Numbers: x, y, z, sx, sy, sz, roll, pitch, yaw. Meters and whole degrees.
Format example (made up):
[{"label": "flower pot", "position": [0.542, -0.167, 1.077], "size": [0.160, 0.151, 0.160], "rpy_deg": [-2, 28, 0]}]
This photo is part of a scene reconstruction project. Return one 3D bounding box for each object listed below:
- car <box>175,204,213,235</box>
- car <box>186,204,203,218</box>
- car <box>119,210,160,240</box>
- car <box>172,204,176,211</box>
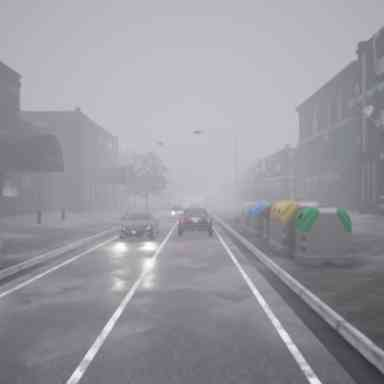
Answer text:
[{"label": "car", "position": [0.205, 1.763, 21.801], "size": [2.097, 1.767, 4.553], "rpy_deg": [0, -1, 0]}, {"label": "car", "position": [0.299, 2.283, 40.320], "size": [1.837, 1.490, 4.892], "rpy_deg": [0, -1, 0]}, {"label": "car", "position": [-3.002, 1.885, 19.671], "size": [1.837, 1.490, 4.892], "rpy_deg": [0, -1, 0]}, {"label": "car", "position": [-2.716, 2.851, 61.353], "size": [1.895, 1.301, 4.718], "rpy_deg": [0, -1, 1]}]
